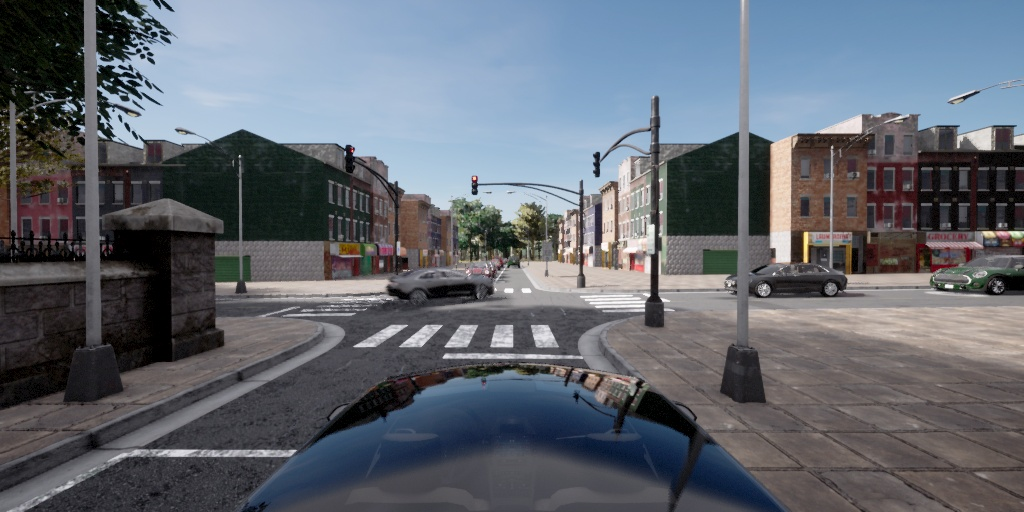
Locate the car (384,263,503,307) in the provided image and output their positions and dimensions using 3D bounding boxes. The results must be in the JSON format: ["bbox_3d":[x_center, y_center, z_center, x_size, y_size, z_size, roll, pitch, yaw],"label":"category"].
[{"bbox_3d":[-3.126,1.269,15.976,4.902,1.511,2.128,-1,1,-33],"label":"car"}]

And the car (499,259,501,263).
[{"bbox_3d":[-2.509,1.335,38.978,1.948,1.339,4.313,0,0,0],"label":"car"}]

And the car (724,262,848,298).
[{"bbox_3d":[12.326,1.046,16.323,4.892,1.490,1.837,-1,1,0],"label":"car"}]

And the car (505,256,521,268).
[{"bbox_3d":[0.313,1.025,62.052,2.150,2.045,5.566,0,0,0],"label":"car"}]

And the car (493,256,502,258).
[{"bbox_3d":[-2.817,1.259,60.919,1.801,1.575,5.366,0,0,0],"label":"car"}]

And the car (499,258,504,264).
[{"bbox_3d":[-2.470,1.329,49.847,1.888,1.381,4.507,0,0,0],"label":"car"}]

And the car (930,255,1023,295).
[{"bbox_3d":[22.104,0.763,16.285,4.553,1.767,2.097,-1,1,0],"label":"car"}]

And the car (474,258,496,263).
[{"bbox_3d":[-2.548,1.199,28.109,1.967,1.591,4.097,0,0,0],"label":"car"}]

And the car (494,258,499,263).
[{"bbox_3d":[-2.529,1.203,33.543,1.967,1.591,4.097,0,0,0],"label":"car"}]
